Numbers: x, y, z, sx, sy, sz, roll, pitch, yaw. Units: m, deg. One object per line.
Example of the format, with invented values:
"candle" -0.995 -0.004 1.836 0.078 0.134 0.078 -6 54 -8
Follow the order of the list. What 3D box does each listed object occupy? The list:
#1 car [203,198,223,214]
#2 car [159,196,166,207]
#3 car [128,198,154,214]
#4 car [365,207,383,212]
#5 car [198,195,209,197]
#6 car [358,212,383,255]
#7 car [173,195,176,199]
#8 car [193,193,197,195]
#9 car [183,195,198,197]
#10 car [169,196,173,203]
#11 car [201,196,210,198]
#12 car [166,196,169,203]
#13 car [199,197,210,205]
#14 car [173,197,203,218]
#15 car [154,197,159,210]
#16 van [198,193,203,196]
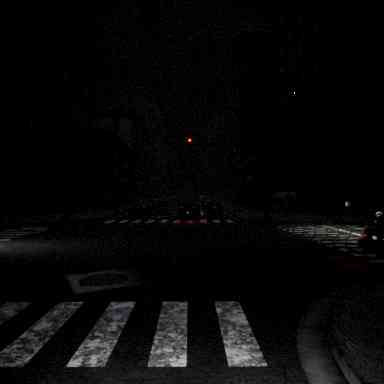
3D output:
"car" 2.338 1.606 36.090 1.947 1.339 4.313 0 0 0
"car" -5.665 1.653 52.633 1.802 1.307 4.206 0 0 0
"car" -5.687 1.480 36.101 1.967 1.590 4.097 0 0 0
"car" 13.001 1.304 20.607 4.553 1.767 2.097 0 0 0
"car" 2.359 1.636 52.623 1.947 1.339 4.313 0 0 0
"car" 8.326 1.500 10.637 5.357 1.411 2.033 0 0 0
"car" -5.630 1.694 80.186 2.008 1.369 4.403 0 0 0
"car" 2.040 1.400 90.089 2.150 2.045 5.566 0 0 0
"car" -0.168 1.678 55.540 1.895 1.301 4.718 0 0 0
"car" -5.645 1.552 69.165 1.967 1.590 4.097 0 0 0
"car" 2.352 1.641 47.112 1.802 1.307 4.206 0 0 0
"car" -5.658 1.634 58.143 2.008 1.369 4.403 0 0 0
"car" 2.373 1.647 63.644 2.008 1.369 4.403 0 0 0
"car" -0.295 1.522 30.219 2.128 1.511 4.902 0 0 1
"car" -5.679 1.489 41.612 1.967 1.590 4.097 0 0 0
"van" 2.366 1.424 58.134 1.690 1.788 3.998 0 0 0
